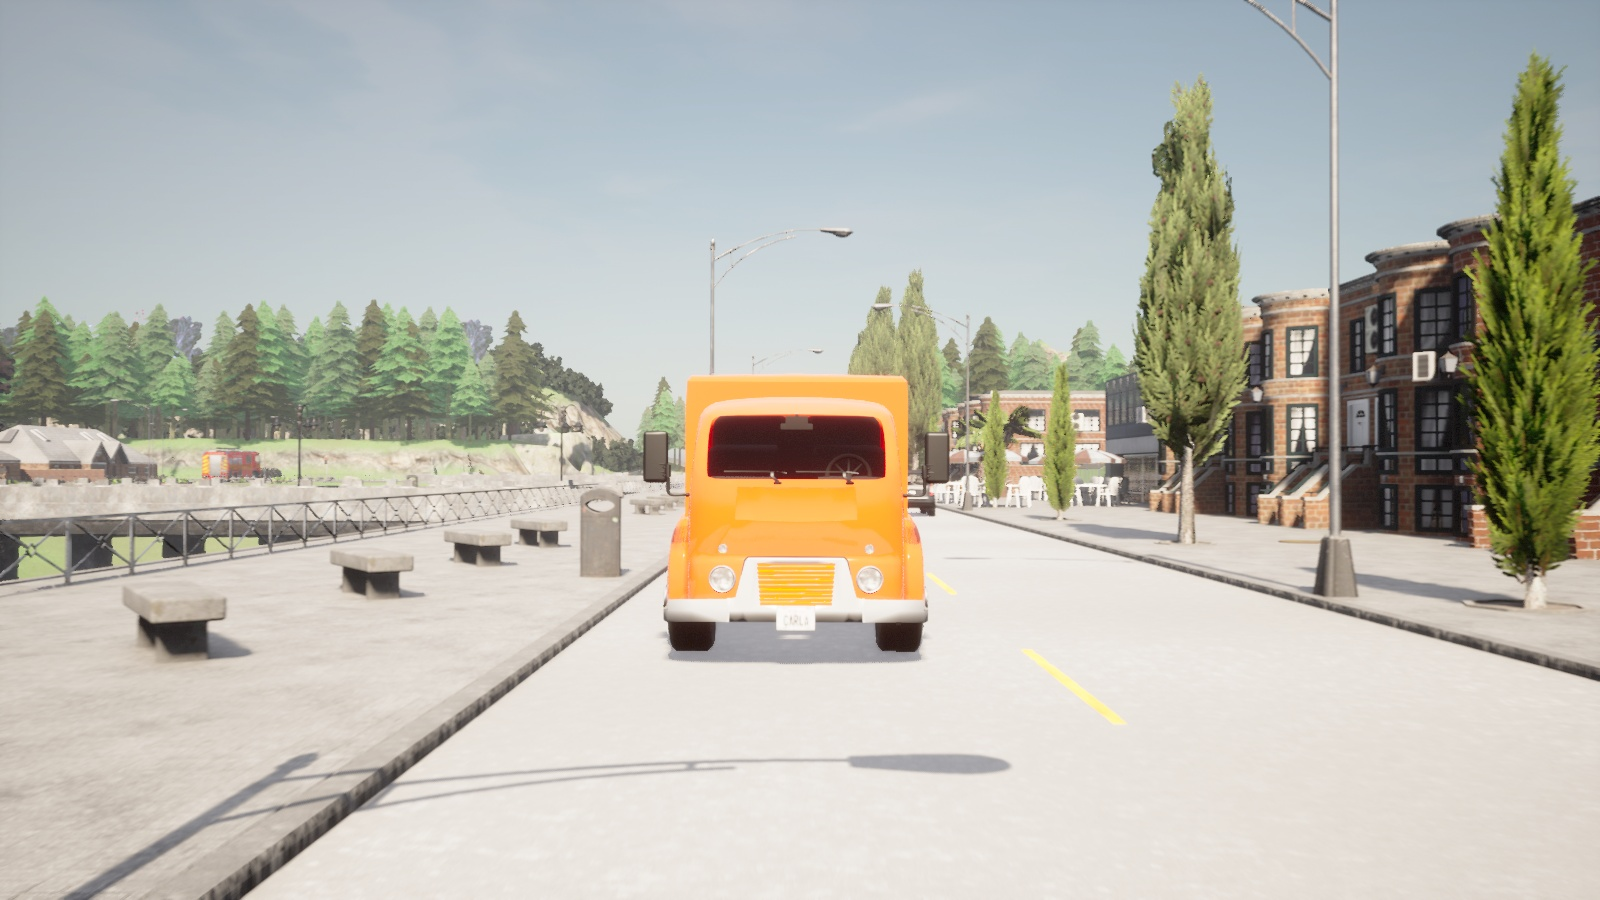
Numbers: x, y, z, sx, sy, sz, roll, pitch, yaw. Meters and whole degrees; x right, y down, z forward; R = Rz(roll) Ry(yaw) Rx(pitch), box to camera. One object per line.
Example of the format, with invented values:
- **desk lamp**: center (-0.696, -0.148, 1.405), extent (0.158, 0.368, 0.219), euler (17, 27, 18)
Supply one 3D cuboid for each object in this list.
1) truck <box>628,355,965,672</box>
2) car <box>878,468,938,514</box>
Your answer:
- **truck**: center (-0.034, 0.536, 12.414), extent (2.627, 2.467, 5.204), euler (0, -1, 0)
- **car**: center (3.880, 1.462, 45.663), extent (1.851, 1.617, 3.988), euler (0, -1, 0)
